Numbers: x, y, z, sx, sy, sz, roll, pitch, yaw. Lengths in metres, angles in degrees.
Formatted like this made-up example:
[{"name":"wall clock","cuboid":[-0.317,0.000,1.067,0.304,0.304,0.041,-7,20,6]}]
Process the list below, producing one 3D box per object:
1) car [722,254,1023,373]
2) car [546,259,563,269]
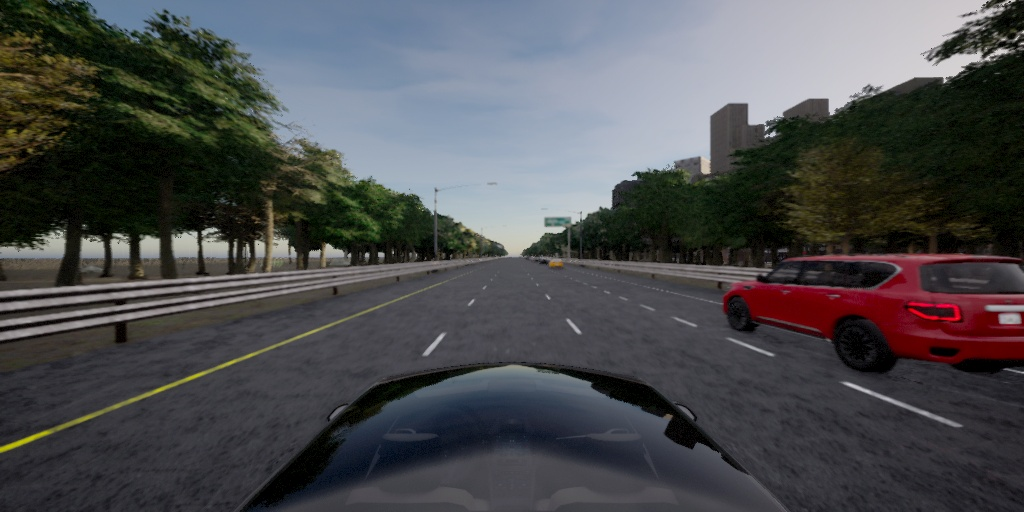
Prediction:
[{"name":"car","cuboid":[6.999,0.980,7.722,2.150,2.045,5.566,0,0,0]},{"name":"car","cuboid":[7.153,1.245,58.758,1.882,1.535,5.008,0,0,0]}]
